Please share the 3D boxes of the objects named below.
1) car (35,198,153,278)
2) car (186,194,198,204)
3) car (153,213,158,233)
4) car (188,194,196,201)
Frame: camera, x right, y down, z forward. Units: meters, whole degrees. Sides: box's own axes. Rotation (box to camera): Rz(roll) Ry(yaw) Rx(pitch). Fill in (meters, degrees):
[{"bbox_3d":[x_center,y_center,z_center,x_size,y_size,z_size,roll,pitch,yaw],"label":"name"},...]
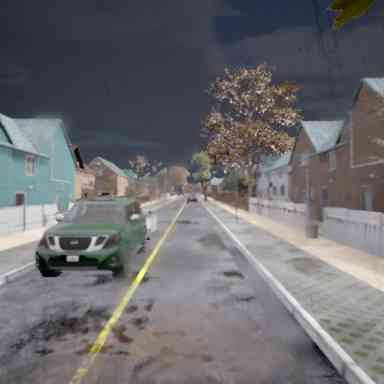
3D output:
[{"bbox_3d":[-2.755,1.214,10.519,2.150,2.045,5.566,0,0,0],"label":"car"},{"bbox_3d":[0.013,1.279,64.007,2.097,1.767,4.553,0,0,0],"label":"car"},{"bbox_3d":[-2.762,1.511,16.651,1.812,1.442,4.674,0,0,0],"label":"car"},{"bbox_3d":[0.016,1.246,73.937,1.837,1.490,4.892,0,0,0],"label":"car"}]
